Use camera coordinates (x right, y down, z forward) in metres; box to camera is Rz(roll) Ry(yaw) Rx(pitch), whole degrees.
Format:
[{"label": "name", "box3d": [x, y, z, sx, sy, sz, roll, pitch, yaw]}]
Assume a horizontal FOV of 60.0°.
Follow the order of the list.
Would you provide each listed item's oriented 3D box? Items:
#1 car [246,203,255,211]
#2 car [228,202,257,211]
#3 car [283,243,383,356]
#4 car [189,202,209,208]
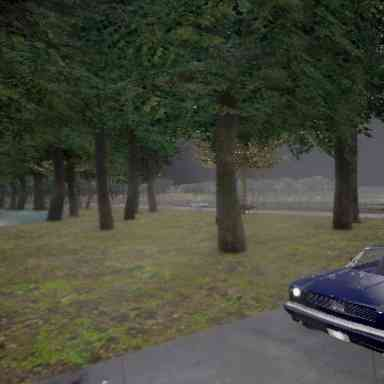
[{"label": "car", "box3d": [8.029, 2.538, 56.380, 1.994, 1.385, 4.181, -1, -1, -35]}, {"label": "car", "box3d": [8.993, 2.529, 59.919, 2.033, 1.411, 5.357, -1, 0, -35]}, {"label": "car", "box3d": [3.761, 1.621, 5.757, 4.718, 1.301, 1.895, 0, 0, -36]}, {"label": "car", "box3d": [1.461, 2.725, 70.554, 1.895, 1.301, 4.718, -1, 0, -35]}]
